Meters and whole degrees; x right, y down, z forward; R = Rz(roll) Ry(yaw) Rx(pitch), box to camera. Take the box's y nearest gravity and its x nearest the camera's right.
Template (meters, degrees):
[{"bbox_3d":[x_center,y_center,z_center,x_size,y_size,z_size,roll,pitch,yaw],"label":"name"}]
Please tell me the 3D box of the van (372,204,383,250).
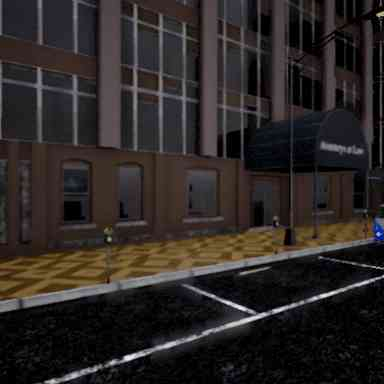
[{"bbox_3d":[8.476,1.273,12.597,3.998,1.788,1.690,0,1,-35],"label":"van"}]
